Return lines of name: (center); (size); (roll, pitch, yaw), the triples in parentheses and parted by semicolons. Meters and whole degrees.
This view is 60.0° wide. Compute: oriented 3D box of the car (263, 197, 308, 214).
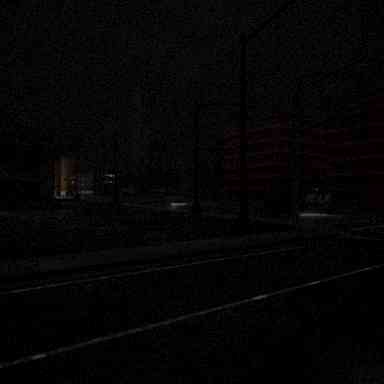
car: (9.526, 1.350, 34.175); (1.837, 1.490, 4.892); (0, 1, -34)

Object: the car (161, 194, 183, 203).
car: (-3.198, 0.998, 52.715); (1.812, 1.442, 4.674); (0, 1, -34)
